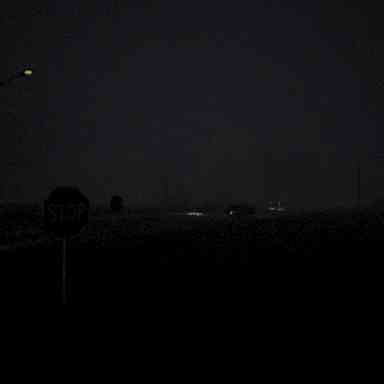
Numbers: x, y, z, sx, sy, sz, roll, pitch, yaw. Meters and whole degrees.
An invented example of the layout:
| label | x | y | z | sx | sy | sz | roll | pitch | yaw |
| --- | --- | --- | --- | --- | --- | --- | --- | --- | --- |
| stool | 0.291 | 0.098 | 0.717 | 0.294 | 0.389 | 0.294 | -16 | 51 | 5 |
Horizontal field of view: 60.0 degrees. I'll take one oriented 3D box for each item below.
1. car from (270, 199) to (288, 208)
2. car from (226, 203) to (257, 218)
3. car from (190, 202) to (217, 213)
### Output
| label | x | y | z | sx | sy | sz | roll | pitch | yaw |
| --- | --- | --- | --- | --- | --- | --- | --- | --- | --- |
| car | 16.895 | 2.092 | 64.612 | 2.097 | 1.767 | 4.553 | 1 | -1 | 36 |
| car | 5.573 | 1.982 | 36.946 | 1.837 | 1.490 | 4.892 | 1 | 0 | 36 |
| car | 1.552 | 2.052 | 43.343 | 1.994 | 1.385 | 4.181 | 1 | 0 | 36 |
